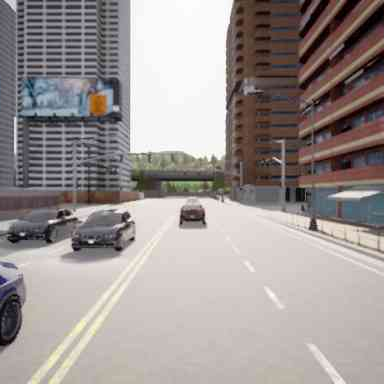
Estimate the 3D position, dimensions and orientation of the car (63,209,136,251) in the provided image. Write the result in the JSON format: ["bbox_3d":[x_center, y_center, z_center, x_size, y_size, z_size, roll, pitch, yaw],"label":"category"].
[{"bbox_3d":[-3.592,1.529,14.284,1.837,1.490,4.892,0,0,0],"label":"car"}]

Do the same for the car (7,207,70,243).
[{"bbox_3d":[-7.016,1.535,16.204,1.837,1.490,4.892,0,-1,0],"label":"car"}]

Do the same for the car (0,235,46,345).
[{"bbox_3d":[-3.591,1.532,3.684,1.812,1.442,4.674,0,0,0],"label":"car"}]

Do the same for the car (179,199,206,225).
[{"bbox_3d":[0.048,1.518,24.783,1.882,1.535,5.008,0,0,0],"label":"car"}]
